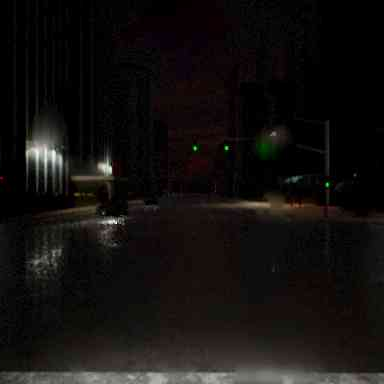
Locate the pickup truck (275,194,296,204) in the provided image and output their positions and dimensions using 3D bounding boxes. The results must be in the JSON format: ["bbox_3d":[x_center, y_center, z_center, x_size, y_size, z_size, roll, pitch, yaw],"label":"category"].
[{"bbox_3d":[16.906,1.006,59.977,2.390,2.098,6.274,0,0,31],"label":"pickup truck"}]

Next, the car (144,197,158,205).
[{"bbox_3d":[-6.737,1.552,55.393,1.895,1.301,4.718,0,0,0],"label":"car"}]

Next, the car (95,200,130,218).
[{"bbox_3d":[-7.025,1.472,29.836,2.128,1.511,4.902,0,0,6],"label":"car"}]
